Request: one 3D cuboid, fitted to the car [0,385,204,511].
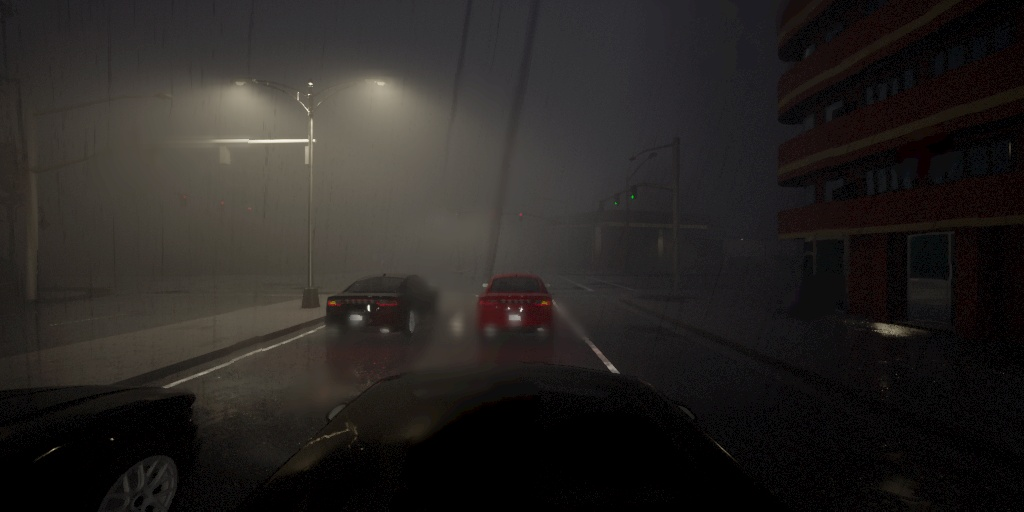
[{"bbox_3d":[-3.409,1.228,0.793,1.882,1.535,5.008,0,0,0],"label":"car"}]

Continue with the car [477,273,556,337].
[{"bbox_3d":[0.120,1.228,10.377,1.882,1.535,5.008,0,0,1],"label":"car"}]

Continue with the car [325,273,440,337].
[{"bbox_3d":[-3.385,1.228,10.367,1.882,1.535,5.008,0,0,0],"label":"car"}]
